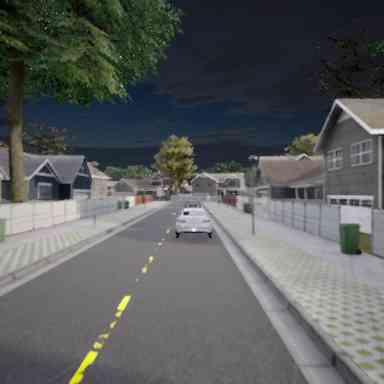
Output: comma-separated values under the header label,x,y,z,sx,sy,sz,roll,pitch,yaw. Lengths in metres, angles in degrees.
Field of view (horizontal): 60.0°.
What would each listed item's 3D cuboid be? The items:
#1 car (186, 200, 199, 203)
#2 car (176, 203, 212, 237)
label,x,y,z,sx,sy,sz,roll,pitch,yaw
car,0.082,1.632,39.527,1.895,1.301,4.718,0,0,0
car,0.093,1.538,17.933,1.812,1.442,4.674,0,0,0
